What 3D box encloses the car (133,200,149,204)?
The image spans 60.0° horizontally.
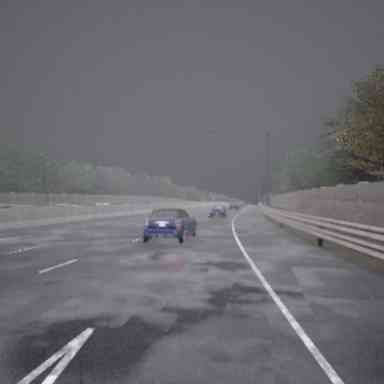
[{"bbox_3d":[-9.834,2.498,64.210,2.150,2.045,5.566,0,-1,11],"label":"car"}]

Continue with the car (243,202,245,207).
[{"bbox_3d":[10.828,3.196,78.611,1.994,1.385,4.181,0,-1,11],"label":"car"}]

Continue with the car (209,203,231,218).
[{"bbox_3d":[3.234,2.304,39.850,1.812,1.442,4.674,0,-1,11],"label":"car"}]

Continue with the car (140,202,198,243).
[{"bbox_3d":[-1.042,1.632,18.019,2.097,1.767,4.553,0,-1,11],"label":"car"}]

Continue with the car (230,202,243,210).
[{"bbox_3d":[8.388,2.719,66.159,2.097,1.767,4.553,0,-1,11],"label":"car"}]
